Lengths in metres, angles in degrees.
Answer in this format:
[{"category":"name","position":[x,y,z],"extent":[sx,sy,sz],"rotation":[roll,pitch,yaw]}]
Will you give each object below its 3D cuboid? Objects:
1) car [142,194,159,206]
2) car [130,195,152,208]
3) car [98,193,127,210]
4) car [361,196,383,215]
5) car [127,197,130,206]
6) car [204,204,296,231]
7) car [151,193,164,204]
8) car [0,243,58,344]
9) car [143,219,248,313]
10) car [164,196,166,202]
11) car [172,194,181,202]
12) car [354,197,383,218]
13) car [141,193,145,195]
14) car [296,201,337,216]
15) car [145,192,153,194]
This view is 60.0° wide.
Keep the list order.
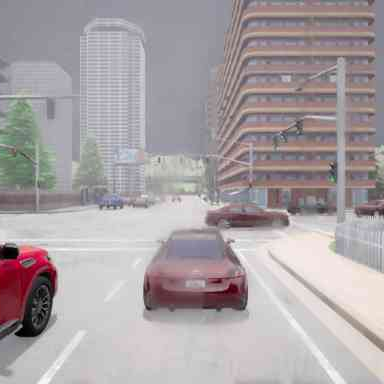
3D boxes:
[{"category":"car","position":[-7.138,1.526,55.762],"extent":[1.812,1.442,4.674],"rotation":[0,0,0]},{"category":"car","position":[-7.124,1.526,46.905],"extent":[1.812,1.442,4.674],"rotation":[0,0,-2]},{"category":"car","position":[-10.615,1.221,44.048],"extent":[2.150,2.045,5.566],"rotation":[0,0,2]},{"category":"car","position":[19.834,1.297,34.194],"extent":[4.553,1.767,2.097],"rotation":[0,0,-27]},{"category":"car","position":[-10.638,1.526,53.803],"extent":[1.812,1.442,4.674],"rotation":[0,0,0]},{"category":"car","position":[3.216,1.454,19.785],"extent":[5.008,1.535,1.882],"rotation":[0,0,-2]},{"category":"car","position":[-7.093,1.526,66.025],"extent":[1.812,1.442,4.674],"rotation":[0,0,0]},{"category":"car","position":[-3.434,1.221,3.496],"extent":[2.150,2.045,5.566],"rotation":[0,0,0]},{"category":"car","position":[0.086,1.564,7.775],"extent":[1.994,1.385,4.181],"rotation":[0,0,1]},{"category":"car","position":[-7.069,1.499,76.463],"extent":[1.837,1.490,4.892],"rotation":[0,0,0]},{"category":"car","position":[-3.570,1.355,77.687],"extent":[2.097,1.767,4.553],"rotation":[0,0,0]},{"category":"car","position":[16.552,1.422,29.075],"extent":[5.008,1.535,1.882],"rotation":[0,0,-20]},{"category":"car","position":[-10.602,1.505,64.235],"extent":[1.837,1.490,4.892],"rotation":[0,0,0]},{"category":"car","position":[11.395,1.545,31.343],"extent":[4.718,1.301,1.895],"rotation":[0,0,-12]},{"category":"car","position":[-10.567,1.225,74.763],"extent":[2.150,2.045,5.566],"rotation":[0,0,0]}]
